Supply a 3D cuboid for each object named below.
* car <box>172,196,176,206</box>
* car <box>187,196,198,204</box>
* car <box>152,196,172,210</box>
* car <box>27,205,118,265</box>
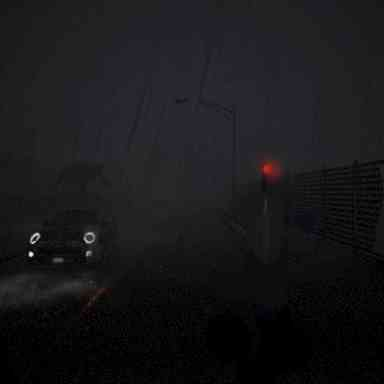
[{"bbox_3d":[-4.006,1.478,53.457,1.882,1.535,5.008,0,0,0],"label":"car"},{"bbox_3d":[0.102,1.505,63.183,1.837,1.490,4.892,0,0,0],"label":"car"},{"bbox_3d":[-4.029,1.564,43.385,1.994,1.385,4.181,0,0,0],"label":"car"},{"bbox_3d":[-3.932,1.352,11.665,2.097,1.767,4.553,0,0,-4],"label":"car"}]
